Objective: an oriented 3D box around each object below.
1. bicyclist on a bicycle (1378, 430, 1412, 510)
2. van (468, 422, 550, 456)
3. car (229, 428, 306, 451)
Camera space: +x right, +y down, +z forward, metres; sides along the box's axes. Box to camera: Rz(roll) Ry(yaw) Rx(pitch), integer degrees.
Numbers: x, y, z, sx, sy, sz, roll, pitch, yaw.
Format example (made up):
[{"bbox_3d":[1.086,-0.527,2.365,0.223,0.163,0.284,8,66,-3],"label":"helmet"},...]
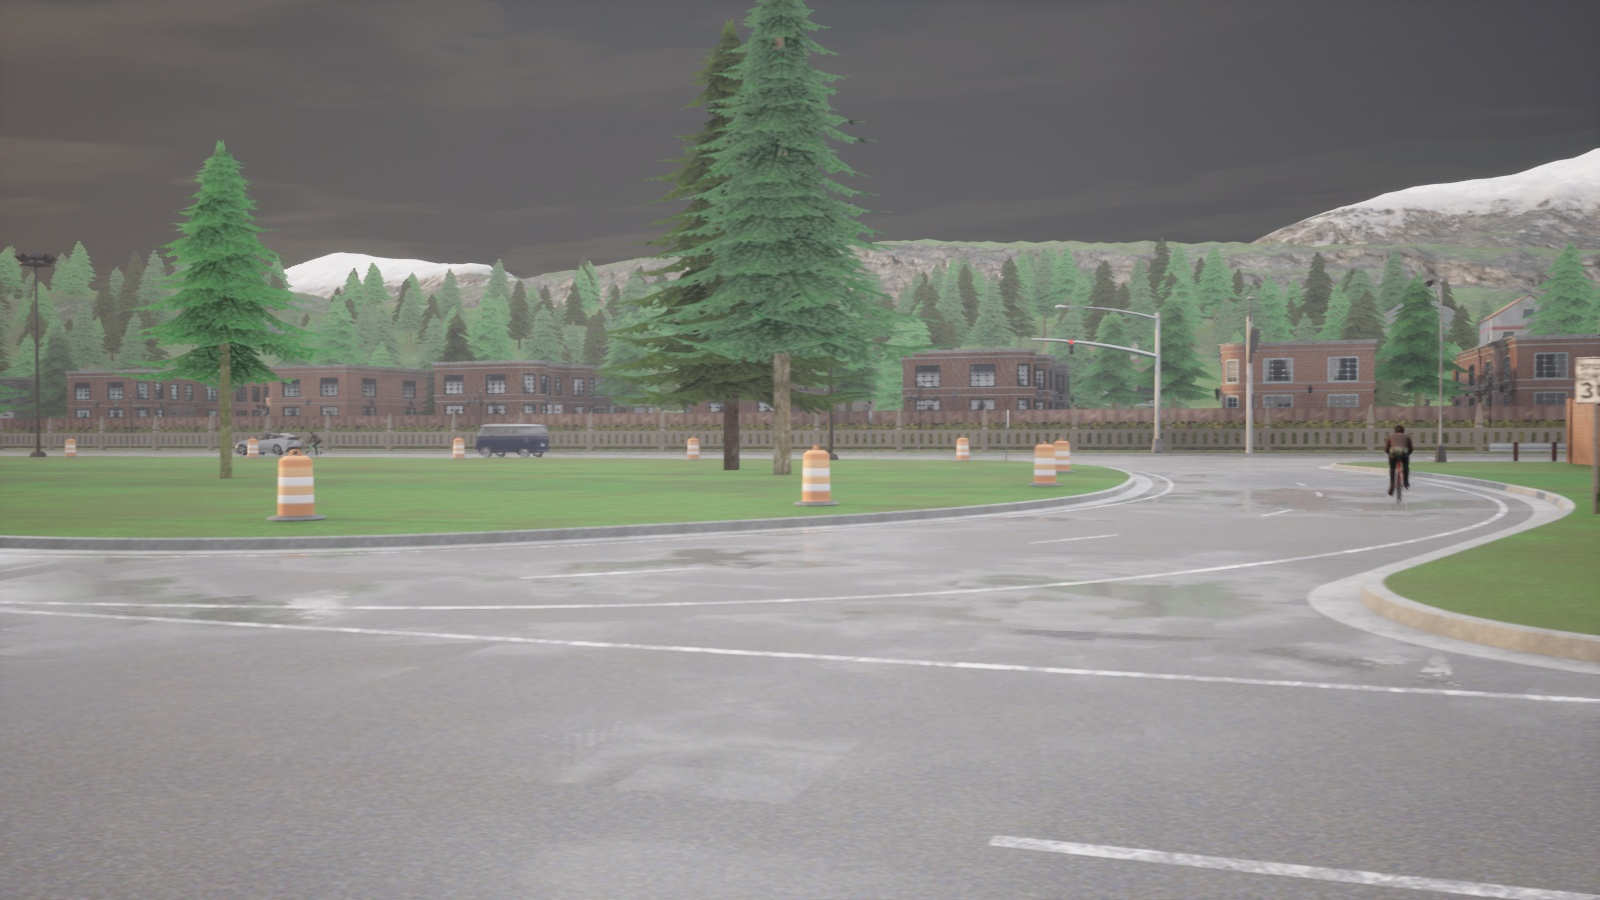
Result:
[{"bbox_3d":[12.481,0.405,26.324,0.582,1.620,1.656,0,0,28],"label":"bicyclist on a bicycle"},{"bbox_3d":[-17.121,-0.671,73.947,4.442,1.987,1.775,1,1,19],"label":"van"},{"bbox_3d":[-35.524,-0.704,83.774,4.514,1.525,2.007,1,1,18],"label":"car"}]
